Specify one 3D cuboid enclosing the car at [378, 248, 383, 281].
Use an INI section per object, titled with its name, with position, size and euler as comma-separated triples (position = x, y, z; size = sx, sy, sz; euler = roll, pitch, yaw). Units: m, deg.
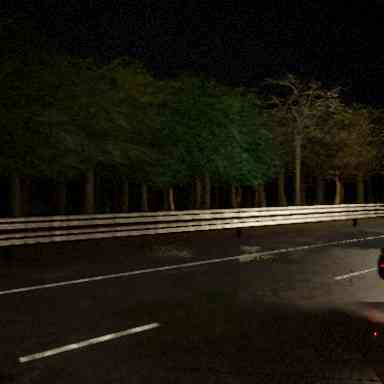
[car]
position = 6.372, 1.519, 8.130
size = 4.674, 1.442, 1.812
euler = 0, 0, -34
